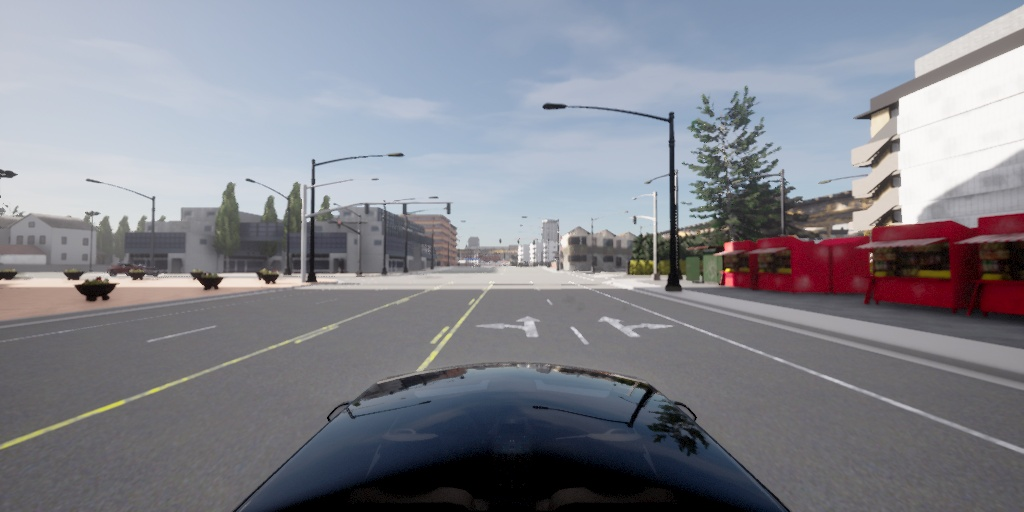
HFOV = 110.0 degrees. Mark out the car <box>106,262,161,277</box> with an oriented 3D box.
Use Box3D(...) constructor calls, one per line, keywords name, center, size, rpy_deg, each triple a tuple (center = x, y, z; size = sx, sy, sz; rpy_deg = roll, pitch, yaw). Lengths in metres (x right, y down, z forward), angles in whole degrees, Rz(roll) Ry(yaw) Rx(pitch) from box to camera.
Box3D(name="car", center=(-40.042, 1.398, 37.921), size=(4.674, 1.442, 1.812), rpy_deg=(0, -1, 0))
